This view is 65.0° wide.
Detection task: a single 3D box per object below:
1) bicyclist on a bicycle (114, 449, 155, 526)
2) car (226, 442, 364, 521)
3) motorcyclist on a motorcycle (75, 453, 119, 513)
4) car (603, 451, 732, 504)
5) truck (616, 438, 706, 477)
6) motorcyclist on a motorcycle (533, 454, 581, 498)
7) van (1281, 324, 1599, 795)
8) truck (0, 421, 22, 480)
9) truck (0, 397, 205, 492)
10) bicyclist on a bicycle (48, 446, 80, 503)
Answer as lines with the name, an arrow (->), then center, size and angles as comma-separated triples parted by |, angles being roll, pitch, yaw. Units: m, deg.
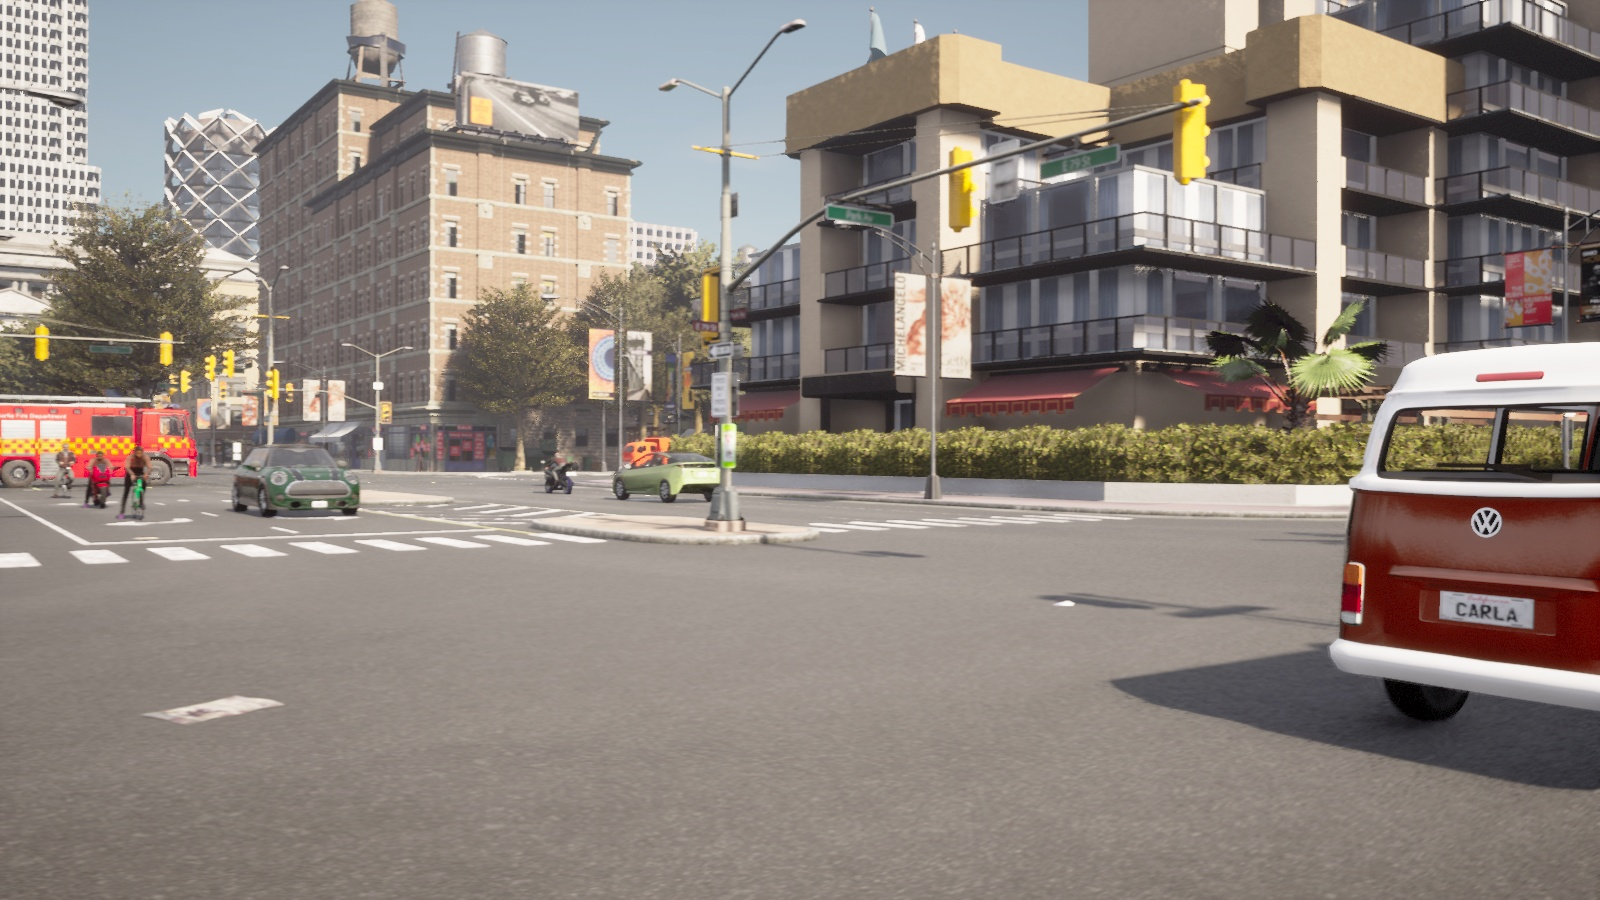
bicyclist on a bicycle -> -14.594, 0.796, 27.520 | 0.582, 1.620, 1.656 | 0, 0, -35
car -> -12.228, 0.703, 30.234 | 2.097, 1.767, 4.553 | 0, 0, -35
motorcyclist on a motorcycle -> -18.542, 0.847, 33.091 | 0.797, 1.523, 2.044 | 0, 0, -35
car -> -4.153, 0.795, 38.729 | 2.007, 1.525, 4.514 | 0, 0, -35
truck -> -8.998, 0.477, 81.607 | 5.204, 2.467, 2.627 | 0, 0, -36
motorcyclist on a motorcycle -> -8.771, 0.909, 45.246 | 0.866, 1.530, 2.191 | 0, 0, -35
van -> 5.001, 0.475, 7.141 | 4.480, 2.038, 2.069 | 0, 0, -35
truck -> -49.556, 0.056, 76.911 | 2.891, 3.462, 7.936 | 0, 0, -34
truck -> -30.217, -0.225, 53.475 | 8.468, 3.827, 2.891 | 0, 0, -36
bicyclist on a bicycle -> -23.158, 0.761, 39.501 | 0.659, 1.776, 1.843 | 0, 0, -37
